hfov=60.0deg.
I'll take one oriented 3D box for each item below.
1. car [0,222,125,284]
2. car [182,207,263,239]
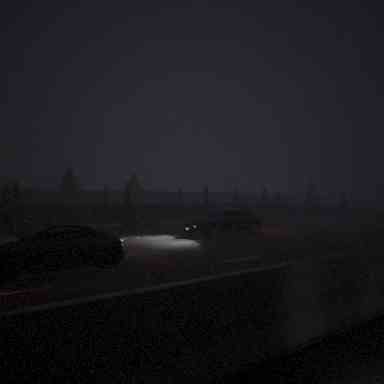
[{"bbox_3d":[-4.091,1.586,9.673,4.181,1.385,1.994,1,0,-36],"label":"car"},{"bbox_3d":[1.736,1.623,18.133,4.892,1.490,1.837,1,0,-35],"label":"car"}]
